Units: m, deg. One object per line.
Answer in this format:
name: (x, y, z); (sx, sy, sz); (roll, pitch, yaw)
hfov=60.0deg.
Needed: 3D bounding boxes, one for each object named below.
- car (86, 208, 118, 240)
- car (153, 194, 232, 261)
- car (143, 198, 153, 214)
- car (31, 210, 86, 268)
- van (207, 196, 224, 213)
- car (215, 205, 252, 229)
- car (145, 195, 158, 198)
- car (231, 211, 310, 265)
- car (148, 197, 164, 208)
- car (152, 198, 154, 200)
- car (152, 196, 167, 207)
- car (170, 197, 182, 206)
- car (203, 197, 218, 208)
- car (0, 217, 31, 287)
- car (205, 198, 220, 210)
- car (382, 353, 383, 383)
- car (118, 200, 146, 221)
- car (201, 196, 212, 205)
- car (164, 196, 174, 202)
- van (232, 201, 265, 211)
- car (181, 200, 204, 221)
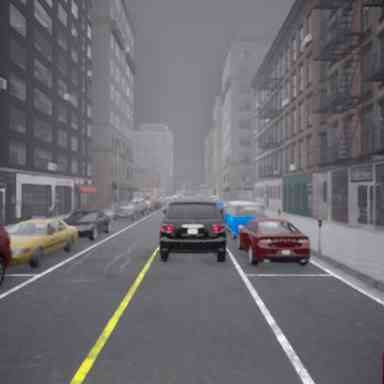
car: (-5.369, 1.592, 17.004); (1.947, 1.339, 4.313); (0, 0, 0)
car: (0.051, 1.243, 12.491); (2.150, 2.045, 5.566); (0, 0, 1)
car: (-5.352, 1.614, 33.232); (1.947, 1.339, 4.313); (0, 0, 0)
car: (-5.375, 1.544, 11.424); (1.752, 1.417, 4.829); (0, 0, 0)
van: (2.679, 1.396, 38.634); (1.690, 1.788, 3.998); (0, 0, 0)
car: (2.662, 1.600, 22.405); (1.947, 1.339, 4.313); (0, 0, 0)
car: (-5.340, 1.377, 44.052); (2.192, 1.841, 5.009); (0, 0, 0)
car: (2.651, 1.563, 11.586); (1.887, 1.381, 4.507); (0, 0, 0)
car: (-5.335, 1.509, 49.461); (1.967, 1.590, 4.097); (0, 0, 0)
car: (-5.346, 1.637, 38.642); (1.802, 1.307, 4.206); (0, 0, 0)
car: (-5.329, 1.517, 54.870); (1.967, 1.590, 4.097); (0, 0, 0)
car: (-2.747, 1.644, 58.225); (1.994, 1.385, 4.181); (0, 0, 0)
car: (2.690, 1.509, 49.452); (1.967, 1.590, 4.097); (0, 0, 0)
car: (-5.380, 1.326, 6.185); (2.192, 1.841, 5.009); (0, 0, 0)
car: (2.685, 1.587, 44.213); (1.752, 1.417, 4.829); (0, 0, 0)
car: (2.639, 1.317, 0.767); (2.192, 1.841, 5.009); (0, 0, 0)
car: (-5.357, 1.592, 27.823); (2.008, 1.369, 4.403); (0, 0, 0)
car: (2.818, 1.596, 64.375); (1.837, 1.490, 4.892); (0, 0, 0)
car: (-5.307, 1.658, 76.507); (2.008, 1.369, 4.403); (0, 0, 0)
van: (2.656, 1.367, 16.996); (1.690, 1.788, 3.998); (0, 0, 0)
car: (0.078, 1.548, 28.603); (1.837, 1.490, 4.892); (0, 0, 1)
